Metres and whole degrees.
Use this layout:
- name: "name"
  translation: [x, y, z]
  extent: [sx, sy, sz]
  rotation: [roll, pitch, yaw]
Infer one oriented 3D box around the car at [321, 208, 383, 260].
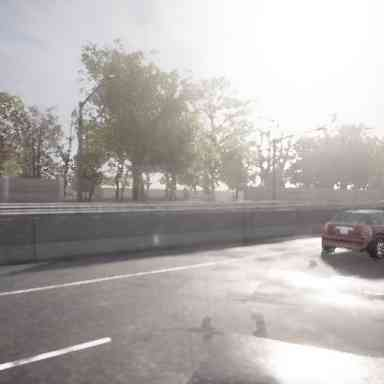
- name: "car"
  translation: [7.276, 1.492, 13.331]
  extent: [4.553, 1.767, 2.097]
  rotation: [1, -1, -35]
